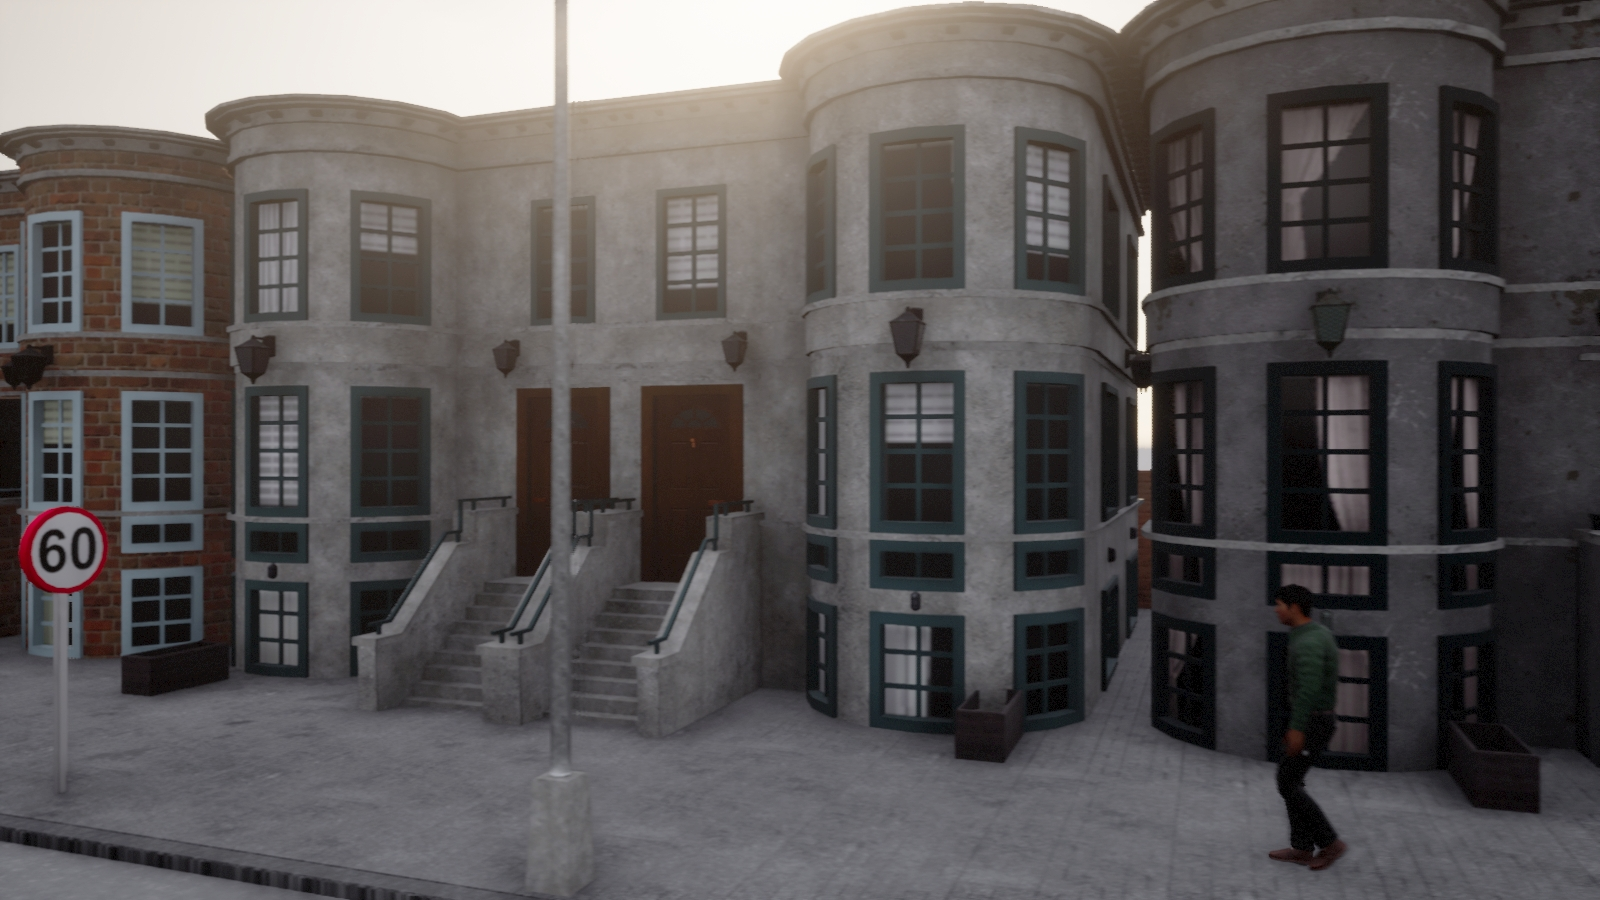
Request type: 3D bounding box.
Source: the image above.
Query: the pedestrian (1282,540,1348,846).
[{"bbox_3d":[3.305,1.526,7.329,0.375,1.860,0.375,0,0,26],"label":"pedestrian"}]
